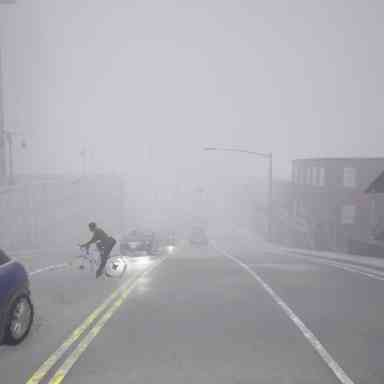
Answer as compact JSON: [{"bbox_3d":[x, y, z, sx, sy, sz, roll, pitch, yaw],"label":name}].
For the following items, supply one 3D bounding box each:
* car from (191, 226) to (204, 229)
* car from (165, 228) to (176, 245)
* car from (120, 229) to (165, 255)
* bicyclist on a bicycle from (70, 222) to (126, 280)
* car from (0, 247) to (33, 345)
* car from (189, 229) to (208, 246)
[{"bbox_3d":[0.862,5.362,45.429,2.033,1.411,5.357,0,0,1],"label":"car"},{"bbox_3d":[-2.970,4.851,36.574,2.097,1.767,4.553,0,-4,1],"label":"car"},{"bbox_3d":[-3.250,3.186,21.250,2.128,1.511,4.902,0,-8,1],"label":"car"},{"bbox_3d":[-2.721,1.702,9.620,1.656,1.620,0.582,-1,-4,3],"label":"bicyclist on a bicycle"},{"bbox_3d":[-3.570,1.340,3.313,2.097,1.767,4.553,0,0,1],"label":"car"},{"bbox_3d":[0.697,4.990,35.500,1.994,1.385,4.181,0,-5,1],"label":"car"}]
